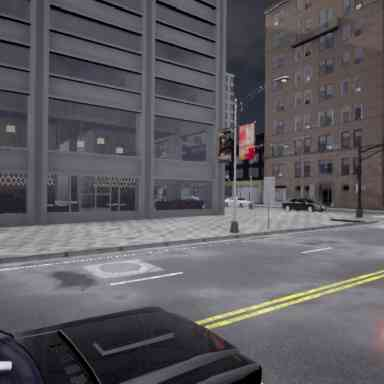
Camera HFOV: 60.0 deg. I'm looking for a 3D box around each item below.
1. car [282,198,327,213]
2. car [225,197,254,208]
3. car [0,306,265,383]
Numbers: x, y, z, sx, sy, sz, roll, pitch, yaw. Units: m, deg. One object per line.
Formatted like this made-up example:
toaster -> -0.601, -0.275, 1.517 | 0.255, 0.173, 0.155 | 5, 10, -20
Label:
car -> 11.935, 1.402, 35.605 | 1.837, 1.490, 4.892 | 1, 0, -35
car -> 6.072, 1.380, 43.931 | 1.812, 1.442, 4.674 | 1, 0, -35
car -> -1.674, 1.601, 2.197 | 4.718, 1.301, 1.895 | 0, 0, -35
